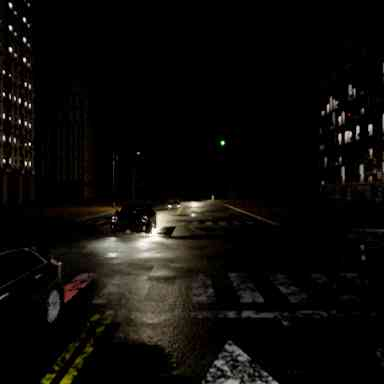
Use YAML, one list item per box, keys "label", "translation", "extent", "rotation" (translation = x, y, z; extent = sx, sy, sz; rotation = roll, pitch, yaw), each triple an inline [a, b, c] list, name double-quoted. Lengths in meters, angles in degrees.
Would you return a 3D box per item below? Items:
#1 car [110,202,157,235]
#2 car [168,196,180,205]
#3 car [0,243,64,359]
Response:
- label: "car"
  translation: [-3.236, 1.399, 19.103]
  extent: [2.097, 1.767, 4.553]
  rotation: [0, 0, 0]
- label: "car"
  translation: [-3.295, 1.492, 61.488]
  extent: [2.097, 1.767, 4.553]
  rotation: [0, 0, -2]
- label: "car"
  translation: [-3.247, 1.528, 4.249]
  extent: [1.837, 1.490, 4.892]
  rotation: [0, 0, 0]
